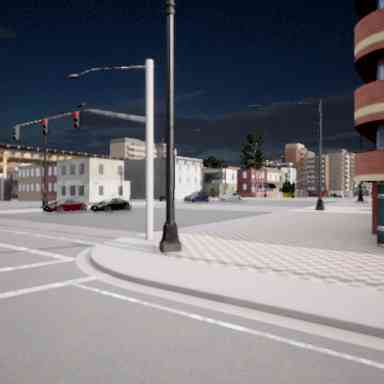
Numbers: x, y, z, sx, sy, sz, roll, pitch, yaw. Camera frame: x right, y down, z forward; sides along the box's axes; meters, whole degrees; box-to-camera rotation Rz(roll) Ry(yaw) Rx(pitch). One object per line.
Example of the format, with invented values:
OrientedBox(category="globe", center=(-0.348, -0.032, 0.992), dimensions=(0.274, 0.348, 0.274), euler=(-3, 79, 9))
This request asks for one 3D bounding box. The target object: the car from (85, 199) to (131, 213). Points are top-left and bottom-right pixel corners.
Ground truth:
OrientedBox(category="car", center=(-8.244, 1.358, 33.869), dimensions=(1.994, 1.385, 4.181), euler=(0, 1, 37))

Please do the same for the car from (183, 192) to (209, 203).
OrientedBox(category="car", center=(0.651, 0.807, 51.687), dimensions=(2.097, 1.767, 4.553), euler=(0, 1, 37))

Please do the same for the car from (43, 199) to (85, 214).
OrientedBox(category="car", center=(-12.782, 1.401, 33.632), dimensions=(1.994, 1.385, 4.181), euler=(0, 1, 37))

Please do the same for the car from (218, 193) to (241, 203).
OrientedBox(category="car", center=(6.100, 0.903, 53.115), dimensions=(1.812, 1.442, 4.674), euler=(0, 1, 37))
